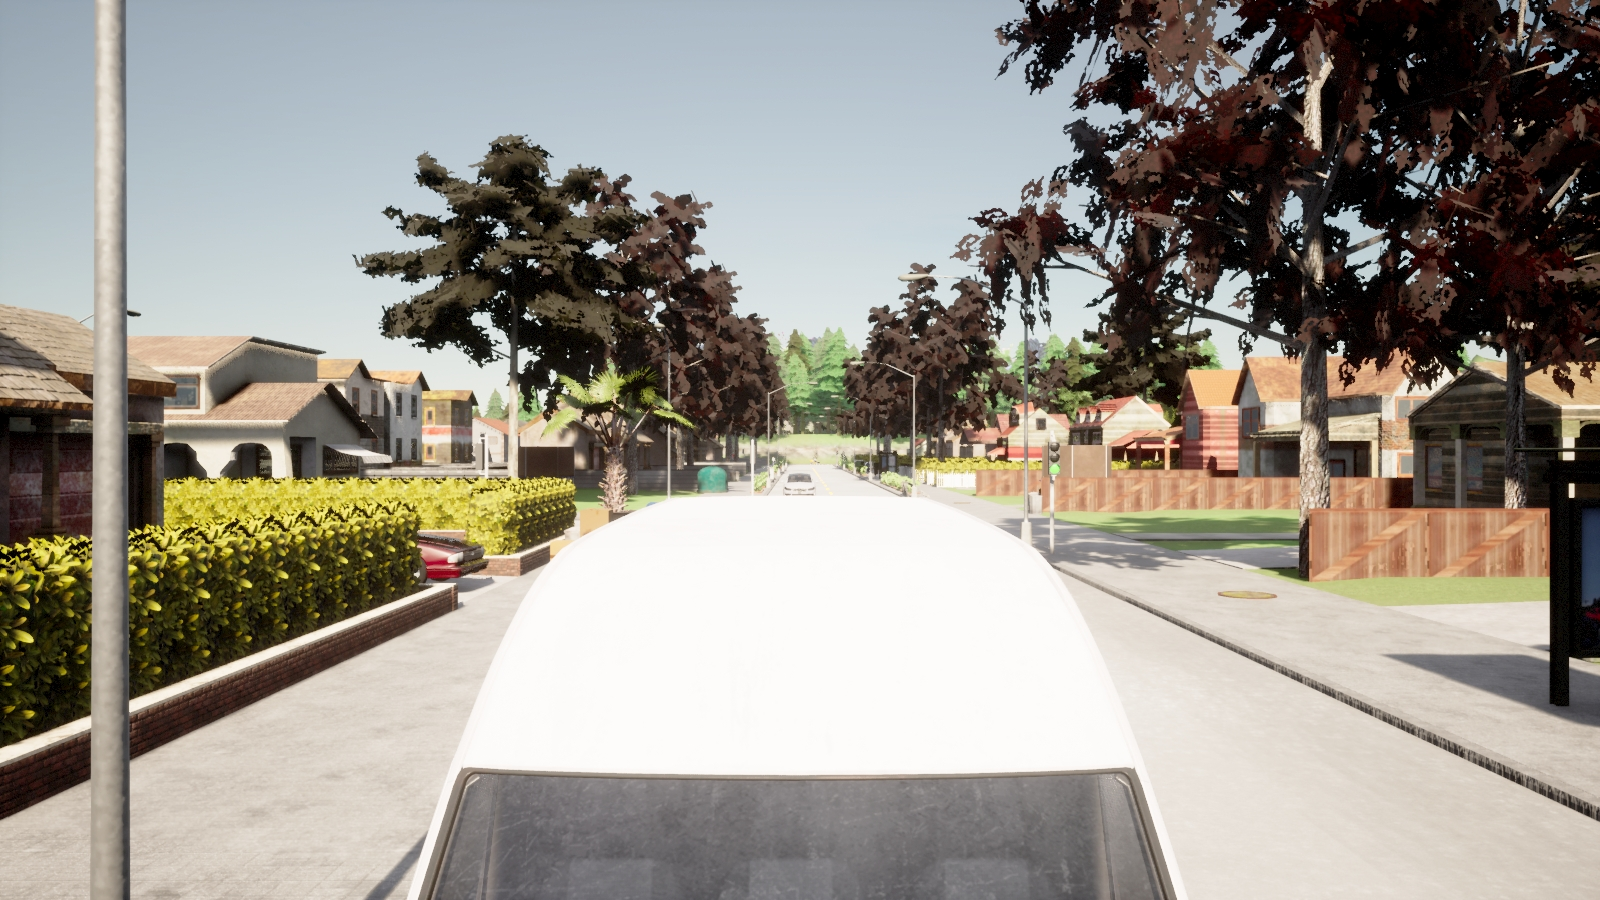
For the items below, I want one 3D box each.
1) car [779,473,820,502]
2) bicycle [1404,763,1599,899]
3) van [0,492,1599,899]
[{"bbox_3d":[-0.024,2.087,64.511,2.231,1.480,4.892,0,0,0],"label":"car"},{"bbox_3d":[2.687,2.061,3.851,0.329,1.471,1.835,0,2,0],"label":"bicycle"},{"bbox_3d":[0.002,1.537,4.030,1.988,2.561,5.915,0,0,0],"label":"van"}]
